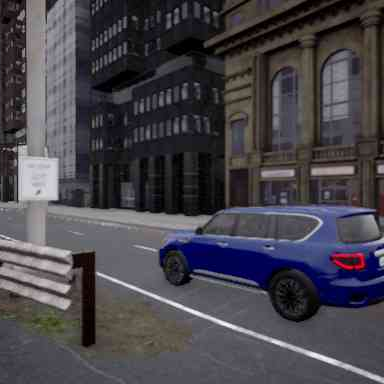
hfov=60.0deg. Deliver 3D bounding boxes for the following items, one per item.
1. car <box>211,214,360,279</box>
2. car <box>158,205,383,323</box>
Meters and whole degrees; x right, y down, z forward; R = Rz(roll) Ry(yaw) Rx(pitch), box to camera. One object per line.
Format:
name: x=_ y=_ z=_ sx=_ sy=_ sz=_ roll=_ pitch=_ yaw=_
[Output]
car: x=2.928 y=1.643 z=11.369 sx=1.812 sy=1.442 sz=4.674 roll=0 pitch=0 yaw=-42
car: x=1.505 y=1.328 z=7.735 sx=2.150 sy=2.045 sz=5.566 roll=0 pitch=-1 yaw=-42
